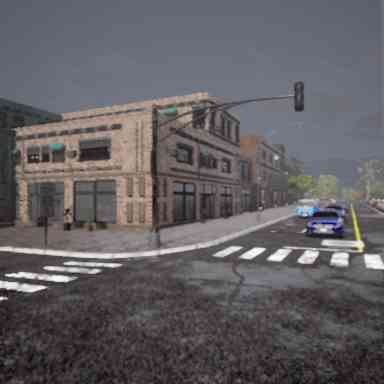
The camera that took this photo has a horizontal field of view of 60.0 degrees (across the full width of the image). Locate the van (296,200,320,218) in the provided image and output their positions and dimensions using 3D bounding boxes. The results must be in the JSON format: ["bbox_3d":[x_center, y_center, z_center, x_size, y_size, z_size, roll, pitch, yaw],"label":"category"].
[{"bbox_3d":[11.362,1.652,32.853,1.690,1.788,3.998,0,0,25],"label":"van"}]

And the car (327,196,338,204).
[{"bbox_3d":[35.028,2.047,82.881,2.192,1.841,5.009,0,0,25],"label":"car"}]

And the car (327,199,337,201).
[{"bbox_3d":[17.835,1.914,40.464,1.994,1.385,4.181,-1,-1,26],"label":"car"}]

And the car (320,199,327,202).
[{"bbox_3d":[16.094,1.977,42.857,1.802,1.307,4.206,0,0,25],"label":"car"}]

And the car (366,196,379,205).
[{"bbox_3d":[40.232,1.898,74.287,2.192,1.841,5.009,0,0,25],"label":"car"}]

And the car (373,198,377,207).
[{"bbox_3d":[28.470,1.899,49.423,1.752,1.417,4.829,0,0,25],"label":"car"}]

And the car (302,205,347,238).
[{"bbox_3d":[7.679,1.697,19.039,1.812,1.442,4.674,-1,-1,25],"label":"car"}]

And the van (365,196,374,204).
[{"bbox_3d":[44.965,2.008,84.293,1.690,1.788,3.998,0,0,25],"label":"van"}]

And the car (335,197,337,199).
[{"bbox_3d":[32.587,2.214,77.723,1.752,1.417,4.829,0,0,25],"label":"car"}]

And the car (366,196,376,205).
[{"bbox_3d":[37.937,2.067,69.436,1.752,1.417,4.829,0,0,25],"label":"car"}]

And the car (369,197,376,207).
[{"bbox_3d":[33.131,2.001,59.276,1.887,1.381,4.507,0,0,25],"label":"car"}]

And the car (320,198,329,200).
[{"bbox_3d":[18.460,2.003,47.860,1.947,1.339,4.313,0,0,25],"label":"car"}]

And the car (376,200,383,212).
[{"bbox_3d":[26.104,1.857,44.420,1.752,1.417,4.829,0,0,25],"label":"car"}]

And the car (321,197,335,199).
[{"bbox_3d":[23.195,1.836,57.866,2.192,1.841,5.009,0,0,25],"label":"car"}]

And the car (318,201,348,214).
[{"bbox_3d":[12.065,1.775,28.297,1.812,1.442,4.674,-1,-1,25],"label":"car"}]
